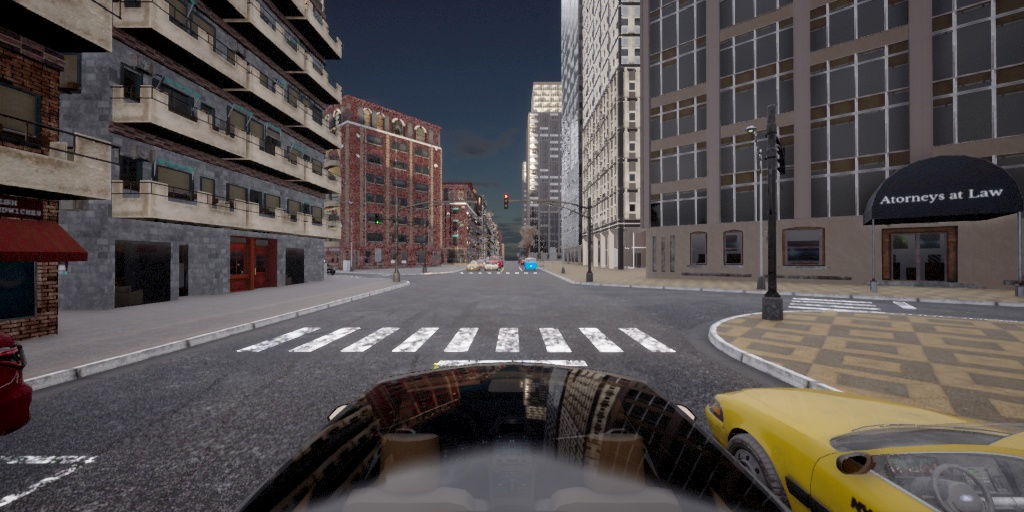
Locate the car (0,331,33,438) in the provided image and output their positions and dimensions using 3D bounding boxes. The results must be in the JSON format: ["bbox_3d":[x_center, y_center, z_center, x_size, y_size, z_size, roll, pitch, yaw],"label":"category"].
[{"bbox_3d":[-5.314,1.065,1.092,2.192,1.841,5.009,0,0,0],"label":"car"}]

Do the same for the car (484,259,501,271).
[{"bbox_3d":[-2.865,1.396,50.205,1.895,1.301,4.718,0,0,-2],"label":"car"}]

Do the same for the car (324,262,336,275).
[{"bbox_3d":[-22.364,1.456,41.790,4.892,1.490,1.837,-1,-1,41],"label":"car"}]

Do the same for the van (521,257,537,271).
[{"bbox_3d":[2.549,1.136,50.094,1.690,1.789,3.998,0,0,0],"label":"van"}]

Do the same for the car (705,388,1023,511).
[{"bbox_3d":[2.566,1.275,1.271,1.751,1.417,4.829,0,0,0],"label":"car"}]

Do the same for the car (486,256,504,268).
[{"bbox_3d":[-2.851,1.038,59.713,2.150,2.045,5.566,0,0,0],"label":"car"}]

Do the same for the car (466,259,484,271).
[{"bbox_3d":[-5.331,1.321,49.921,1.751,1.417,4.829,0,0,0],"label":"car"}]
